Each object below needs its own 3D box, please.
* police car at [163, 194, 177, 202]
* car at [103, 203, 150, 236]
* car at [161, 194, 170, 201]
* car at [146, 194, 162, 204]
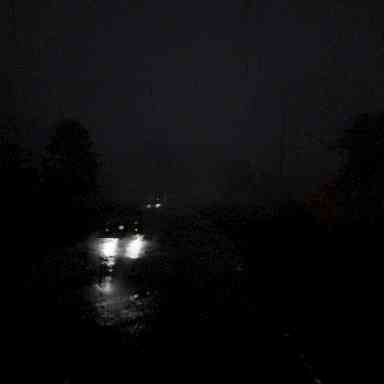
[{"bbox_3d":[-4.436,1.345,71.363,1.930,1.638,5.238,0,0,-8],"label":"police car"},{"bbox_3d":[-3.514,1.541,18.247,1.994,1.385,4.181,0,0,-2],"label":"car"},{"bbox_3d":[-7.029,1.415,87.119,1.837,1.490,4.892,0,0,-10],"label":"car"},{"bbox_3d":[-6.968,1.284,60.752,2.097,1.767,4.553,0,0,-7],"label":"car"}]
